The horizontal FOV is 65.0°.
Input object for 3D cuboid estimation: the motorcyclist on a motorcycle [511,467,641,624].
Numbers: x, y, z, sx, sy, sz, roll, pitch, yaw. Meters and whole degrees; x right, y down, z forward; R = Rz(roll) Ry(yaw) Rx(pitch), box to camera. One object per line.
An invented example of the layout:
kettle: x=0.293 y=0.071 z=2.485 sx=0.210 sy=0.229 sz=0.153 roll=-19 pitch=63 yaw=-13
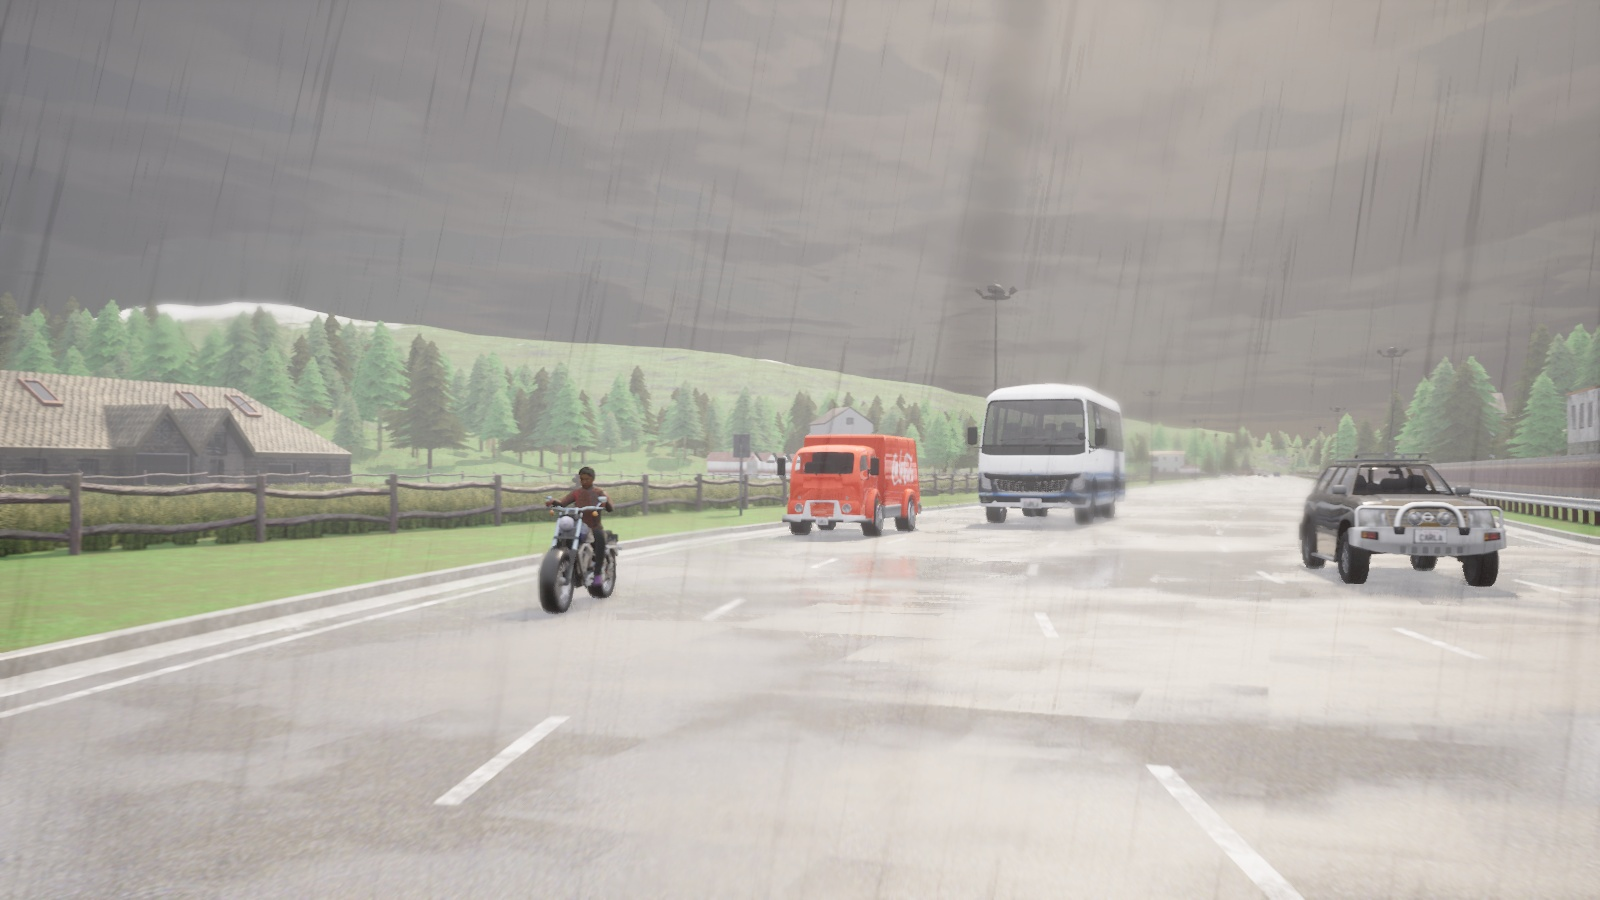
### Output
motorcyclist on a motorcycle: x=-2.519 y=1.015 z=14.427 sx=0.766 sy=1.649 sz=2.350 roll=0 pitch=-1 yaw=8

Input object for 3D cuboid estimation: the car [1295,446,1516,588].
car: x=8.886 y=0.917 z=18.879 sx=1.932 sy=1.855 sz=4.605 roll=-1 pitch=-1 yaw=12

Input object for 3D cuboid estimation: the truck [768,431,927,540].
truck: x=1.329 y=0.848 z=31.443 sx=2.627 sy=2.467 sz=5.204 roll=-1 pitch=-1 yaw=18

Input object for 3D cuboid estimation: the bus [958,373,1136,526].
bus: x=8.229 y=0.086 z=40.368 sx=3.944 sy=4.253 sz=10.273 roll=-1 pitch=-1 yaw=21
